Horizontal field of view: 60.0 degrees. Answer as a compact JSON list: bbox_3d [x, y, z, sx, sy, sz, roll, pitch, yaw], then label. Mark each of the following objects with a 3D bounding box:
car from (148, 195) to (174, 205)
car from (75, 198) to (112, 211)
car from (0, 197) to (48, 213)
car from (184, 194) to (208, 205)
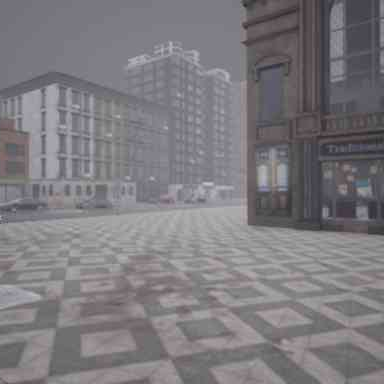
[{"bbox_3d":[-4.904,1.265,52.790,1.882,1.535,5.008,0,0,36],"label":"car"},{"bbox_3d":[-11.273,1.373,38.290,1.994,1.385,4.181,0,0,35],"label":"car"},{"bbox_3d":[-17.684,1.338,34.892,1.837,1.490,4.892,0,0,35],"label":"car"},{"bbox_3d":[0.725,1.118,55.023,2.097,1.767,4.553,0,0,36],"label":"car"}]
